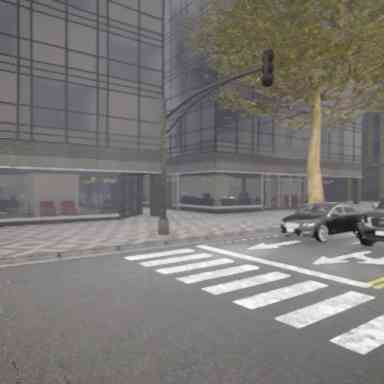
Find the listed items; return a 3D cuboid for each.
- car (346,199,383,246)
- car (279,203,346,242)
[{"bbox_3d":[8.598,1.013,12.887,5.566,2.045,2.150,-1,1,-36],"label":"car"},{"bbox_3d":[5.996,1.260,15.022,4.902,1.511,2.128,-1,1,-36],"label":"car"}]
